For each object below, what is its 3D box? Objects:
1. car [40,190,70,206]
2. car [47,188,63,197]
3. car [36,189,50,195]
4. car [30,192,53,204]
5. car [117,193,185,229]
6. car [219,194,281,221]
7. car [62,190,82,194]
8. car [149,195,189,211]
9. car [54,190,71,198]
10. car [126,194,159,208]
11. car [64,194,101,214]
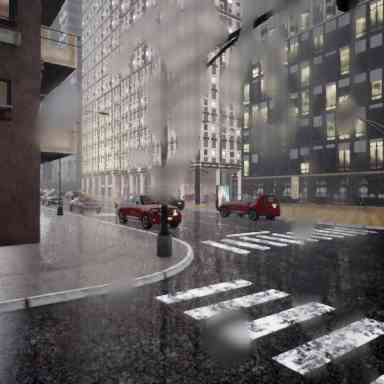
[{"bbox_3d":[-15.665,0.830,37.219,2.008,1.369,4.403,2,0,-36],"label":"car"},{"bbox_3d":[-28.492,0.105,69.120,1.967,1.590,4.097,2,0,-36],"label":"car"},{"bbox_3d":[-35.019,-0.005,78.095,1.887,1.381,4.507,2,0,-36],"label":"car"},{"bbox_3d":[-18.926,0.755,41.704,1.802,1.307,4.206,2,0,-36],"label":"car"},{"bbox_3d":[-2.614,1.011,19.275,2.192,1.841,5.009,2,0,-36],"label":"car"},{"bbox_3d":[4.128,1.033,24.251,2.192,1.841,5.009,1,0,-36],"label":"car"},{"bbox_3d":[-17.675,0.582,49.807,1.837,1.490,4.892,0,1,-36],"label":"car"},{"bbox_3d":[-2.402,1.077,33.226,1.947,1.339,4.313,1,0,-36],"label":"car"},{"bbox_3d":[-25.234,0.316,64.635,1.887,1.381,4.507,2,0,-36],"label":"car"},{"bbox_3d":[-5.664,0.972,37.713,1.947,1.339,4.313,1,0,-36],"label":"car"},{"bbox_3d":[-9.143,1.070,28.247,1.802,1.307,4.206,2,0,-36],"label":"car"}]
